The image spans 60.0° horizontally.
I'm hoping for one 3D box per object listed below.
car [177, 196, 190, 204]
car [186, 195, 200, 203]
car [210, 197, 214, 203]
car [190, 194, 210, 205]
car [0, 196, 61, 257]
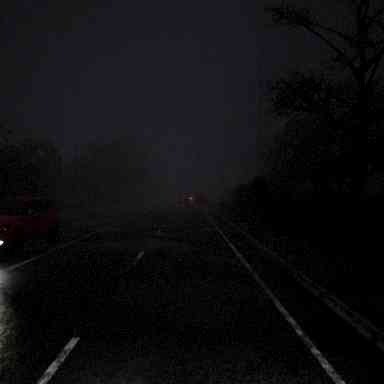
[{"bbox_3d":[-1.718,1.698,66.654,2.128,1.511,4.902,0,0,10],"label":"car"},{"bbox_3d":[0.295,1.549,76.632,2.097,1.767,4.553,0,0,15],"label":"car"},{"bbox_3d":[3.817,1.753,76.299,2.033,1.411,5.357,0,0,15],"label":"car"},{"bbox_3d":[1.718,1.423,65.941,2.150,2.045,5.566,0,0,10],"label":"car"},{"bbox_3d":[-7.181,1.216,13.370,2.150,2.045,5.566,0,0,-1],"label":"car"}]
